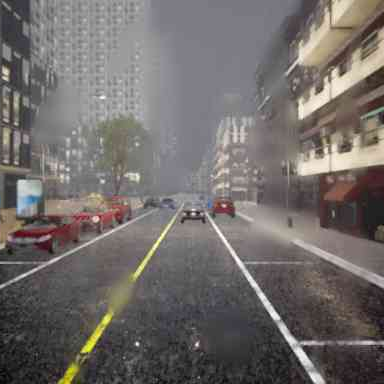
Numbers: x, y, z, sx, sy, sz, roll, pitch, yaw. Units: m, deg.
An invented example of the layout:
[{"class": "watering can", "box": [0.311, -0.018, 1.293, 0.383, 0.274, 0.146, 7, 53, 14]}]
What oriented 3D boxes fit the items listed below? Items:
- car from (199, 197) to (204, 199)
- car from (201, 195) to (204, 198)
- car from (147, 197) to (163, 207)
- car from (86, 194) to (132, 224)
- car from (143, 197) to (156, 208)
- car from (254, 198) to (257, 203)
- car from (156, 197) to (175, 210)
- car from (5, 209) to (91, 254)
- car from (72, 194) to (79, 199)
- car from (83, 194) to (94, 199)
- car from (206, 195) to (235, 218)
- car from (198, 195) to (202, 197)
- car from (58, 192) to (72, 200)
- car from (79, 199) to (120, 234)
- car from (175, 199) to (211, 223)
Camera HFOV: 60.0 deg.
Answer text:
[{"class": "car", "box": [0.072, 1.554, 38.251, 1.895, 1.301, 4.718, 0, 0, 0]}, {"class": "car", "box": [2.686, 1.385, 46.627, 1.967, 1.590, 4.097, 0, 0, 0]}, {"class": "car", "box": [-5.694, 1.506, 51.872, 1.947, 1.339, 4.313, 0, 0, 0]}, {"class": "car", "box": [-5.693, 1.283, 24.422, 2.192, 1.841, 5.009, 0, 0, 0]}, {"class": "car", "box": [-5.693, 1.511, 46.626, 1.947, 1.339, 4.313, 0, 0, 0]}, {"class": "car", "box": [16.025, 1.678, 75.326, 4.097, 1.590, 1.967, 1, -1, -1]}, {"class": "car", "box": [-3.085, 1.475, 41.944, 1.812, 1.442, 4.674, 0, 0, 0]}, {"class": "car", "box": [-5.692, 1.564, 13.320, 1.802, 1.307, 4.206, 0, 0, 0]}, {"class": "car", "box": [-27.479, 0.985, 74.830, 4.313, 1.339, 1.947, 1, -1, -1]}, {"class": "car", "box": [-22.034, 1.046, 74.980, 4.829, 1.417, 1.752, 1, -1, -1]}, {"class": "car", "box": [2.687, 1.277, 29.974, 2.192, 1.841, 5.009, 0, 0, 0]}, {"class": "car", "box": [2.686, 1.474, 91.518, 1.947, 1.339, 4.313, 0, 0, 0]}, {"class": "car", "box": [-27.371, 0.768, 66.454, 5.009, 1.841, 2.192, 1, -1, -1]}, {"class": "car", "box": [-5.693, 1.415, 18.871, 1.967, 1.590, 4.097, 0, 0, 0]}, {"class": "car", "box": [0.089, 1.515, 24.885, 2.033, 1.411, 5.357, 0, 0, 0]}]
